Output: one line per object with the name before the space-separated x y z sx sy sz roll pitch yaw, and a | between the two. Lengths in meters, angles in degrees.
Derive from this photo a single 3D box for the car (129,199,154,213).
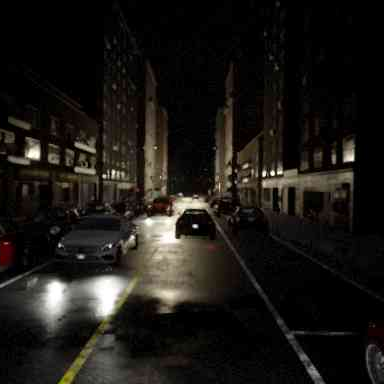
car | -5.300 1.478 35.579 1.947 1.339 4.313 0 0 1

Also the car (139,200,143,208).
car | -5.361 1.495 30.049 1.802 1.307 4.206 0 0 1

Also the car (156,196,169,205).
car | -5.057 1.473 57.701 1.947 1.339 4.313 0 0 1

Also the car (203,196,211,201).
car | 3.770 1.591 85.264 1.802 1.307 4.206 0 0 1

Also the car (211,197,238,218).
car | 3.164 1.342 29.974 2.192 1.841 5.009 0 0 1

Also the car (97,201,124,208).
car | -5.482 1.356 18.988 1.967 1.590 4.097 0 0 1

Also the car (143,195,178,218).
car | -2.720 1.300 29.396 2.097 1.767 4.553 1 0 1

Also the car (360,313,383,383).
car | 2.860 1.619 2.329 1.802 1.307 4.206 0 0 1

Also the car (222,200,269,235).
car | 3.042 1.470 18.916 1.967 1.590 4.097 0 0 1

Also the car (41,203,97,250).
car | -5.542 1.358 13.459 1.967 1.590 4.097 0 0 1

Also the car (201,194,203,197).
car | 3.649 1.565 74.206 2.008 1.369 4.403 0 0 1

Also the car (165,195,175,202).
car | -4.875 1.451 74.292 2.008 1.369 4.403 0 0 1

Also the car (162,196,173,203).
car | -4.936 1.447 68.762 1.887 1.381 4.507 0 0 1

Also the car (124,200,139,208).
car | -5.422 1.480 24.518 1.947 1.339 4.313 0 0 1

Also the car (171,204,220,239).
car | 0.176 1.556 17.404 1.994 1.385 4.181 1 0 1

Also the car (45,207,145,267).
car | -2.989 1.479 11.372 1.812 1.442 4.674 1 0 1

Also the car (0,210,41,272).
car | -5.603 1.360 7.928 1.967 1.590 4.097 0 0 1

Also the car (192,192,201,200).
car | 0.911 1.366 84.206 2.033 1.411 5.357 1 0 1

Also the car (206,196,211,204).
car | 3.346 1.589 46.561 1.947 1.339 4.313 0 0 1

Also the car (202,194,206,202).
car | 3.588 1.561 68.677 1.887 1.381 4.507 0 0 1

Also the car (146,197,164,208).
car | -5.179 1.461 46.640 2.008 1.369 4.403 0 0 1
